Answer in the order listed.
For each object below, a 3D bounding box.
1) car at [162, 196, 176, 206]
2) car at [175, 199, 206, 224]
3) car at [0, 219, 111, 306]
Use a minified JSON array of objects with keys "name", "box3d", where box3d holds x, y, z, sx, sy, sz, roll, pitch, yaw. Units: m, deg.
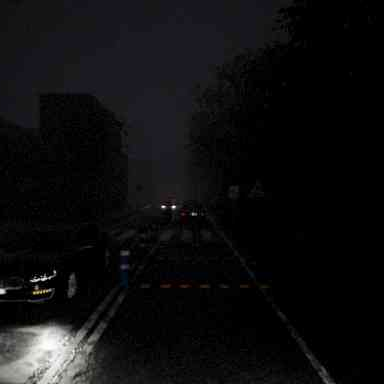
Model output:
[{"name":"car","box3d":[-3.534,1.315,51.923,1.882,1.535,5.008,0,0,0]},{"name":"car","box3d":[0.054,1.500,24.320,2.033,1.411,5.357,0,0,0]},{"name":"car","box3d":[-3.358,1.497,8.268,1.837,1.490,4.892,0,0,0]}]
